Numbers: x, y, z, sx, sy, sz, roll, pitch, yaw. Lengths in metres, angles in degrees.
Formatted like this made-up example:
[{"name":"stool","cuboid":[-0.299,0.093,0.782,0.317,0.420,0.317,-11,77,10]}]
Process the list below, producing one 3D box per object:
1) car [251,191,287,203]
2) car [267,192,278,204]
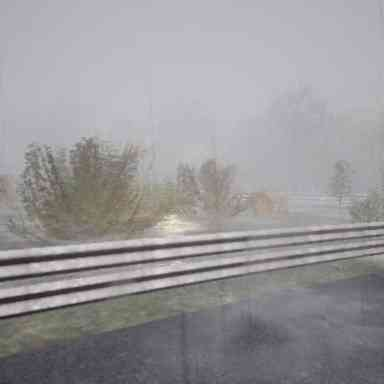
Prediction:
[{"name":"car","cuboid":[11.483,0.739,49.607,5.008,1.535,1.882,2,2,17]},{"name":"car","cuboid":[10.445,0.867,46.266,5.357,1.411,2.033,1,2,17]}]
